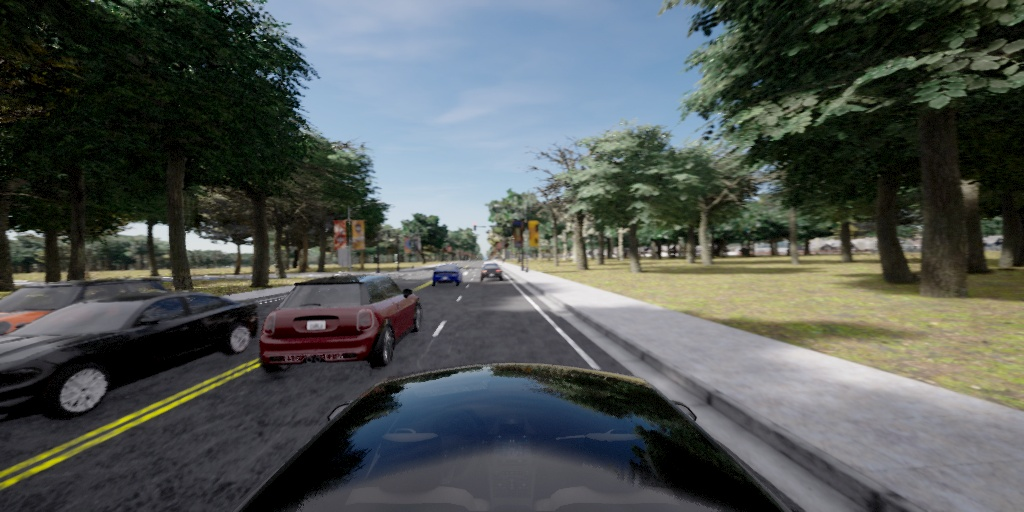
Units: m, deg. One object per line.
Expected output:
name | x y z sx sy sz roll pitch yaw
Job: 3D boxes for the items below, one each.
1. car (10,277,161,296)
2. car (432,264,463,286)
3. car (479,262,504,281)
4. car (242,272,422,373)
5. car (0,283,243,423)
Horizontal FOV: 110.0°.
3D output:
car | -10.173 1.370 8.217 2.097 1.767 4.553 -1 0 -4
car | -4.763 1.369 26.964 1.882 1.535 5.008 -1 0 -4
car | -1.767 1.342 30.730 1.812 1.442 4.674 -1 0 -4
car | -3.456 1.195 8.183 2.097 1.767 4.553 -1 0 -4
car | -6.783 1.406 6.355 1.882 1.535 5.008 -1 0 -4
